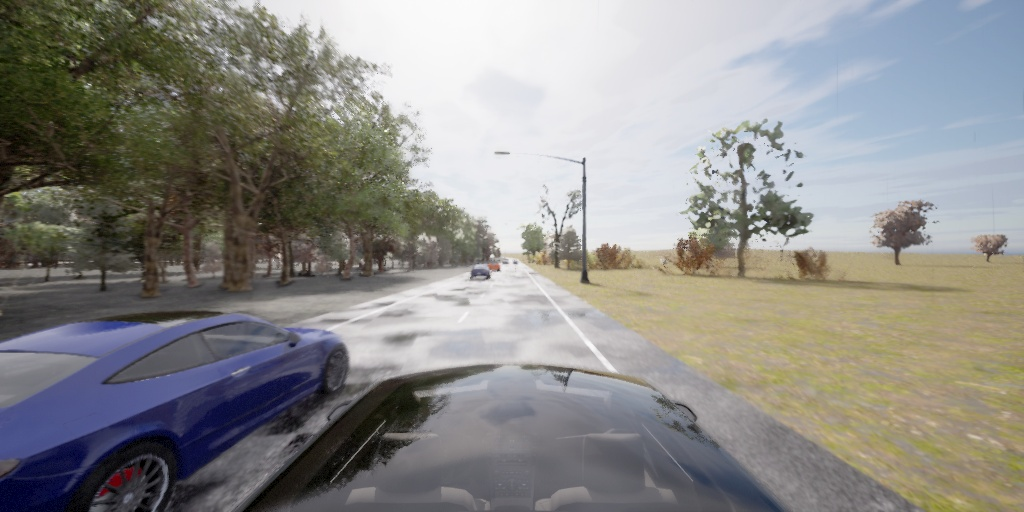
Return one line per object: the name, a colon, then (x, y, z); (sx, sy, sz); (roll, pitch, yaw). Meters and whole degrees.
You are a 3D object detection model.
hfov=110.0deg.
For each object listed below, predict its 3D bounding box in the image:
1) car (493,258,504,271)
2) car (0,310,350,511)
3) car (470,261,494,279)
car: (-2.971, 1.587, 60.000); (2.097, 1.767, 4.553); (0, 0, 1)
car: (-3.488, 1.292, 3.751); (1.812, 1.442, 4.674); (0, -1, 1)
car: (-3.180, 1.580, 37.175); (1.812, 1.442, 4.674); (0, 0, 1)
